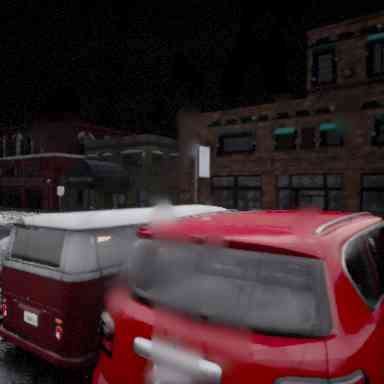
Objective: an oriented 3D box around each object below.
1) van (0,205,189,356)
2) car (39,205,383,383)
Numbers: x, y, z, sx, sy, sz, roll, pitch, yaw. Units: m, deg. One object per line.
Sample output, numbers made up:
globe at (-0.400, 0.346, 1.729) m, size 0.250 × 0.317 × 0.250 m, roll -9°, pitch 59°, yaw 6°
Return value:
van at (-0.680, 1.255, 5.772) m, size 1.878 × 1.987 × 4.442 m, roll 0°, pitch 0°, yaw 35°
car at (1.435, 1.229, 4.158) m, size 2.435 × 2.045 × 5.566 m, roll 0°, pitch 0°, yaw 35°
